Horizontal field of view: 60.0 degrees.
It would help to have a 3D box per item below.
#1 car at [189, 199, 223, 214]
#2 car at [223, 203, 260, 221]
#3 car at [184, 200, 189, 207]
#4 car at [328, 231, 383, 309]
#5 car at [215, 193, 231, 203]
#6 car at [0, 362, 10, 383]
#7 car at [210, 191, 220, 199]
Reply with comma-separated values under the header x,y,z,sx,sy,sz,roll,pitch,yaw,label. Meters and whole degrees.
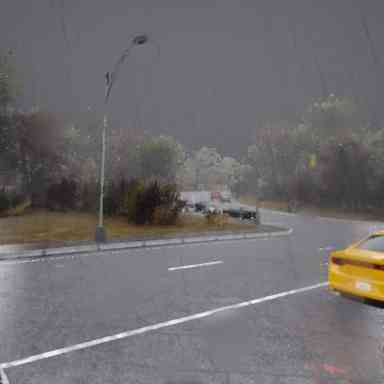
x,y,z,sx,sy,sz,roll,pitch,yaw,label
1.701,1.968,43.068,2.128,1.511,4.902,3,0,-19,car
5.038,2.185,34.264,1.895,1.301,4.718,3,-1,-22,car
-1.124,1.774,52.655,1.994,1.385,4.181,2,1,-14,car
5.095,1.573,7.384,5.008,1.535,1.882,1,-1,-35,car
6.681,1.538,68.813,1.837,1.490,4.892,2,2,-7,car
-3.277,1.350,1.412,4.553,1.767,2.097,0,0,-35,car
5.645,0.821,78.935,2.150,2.045,5.566,2,2,-1,car
